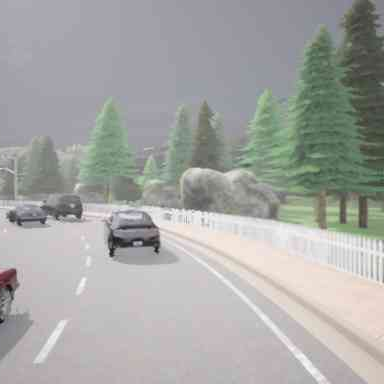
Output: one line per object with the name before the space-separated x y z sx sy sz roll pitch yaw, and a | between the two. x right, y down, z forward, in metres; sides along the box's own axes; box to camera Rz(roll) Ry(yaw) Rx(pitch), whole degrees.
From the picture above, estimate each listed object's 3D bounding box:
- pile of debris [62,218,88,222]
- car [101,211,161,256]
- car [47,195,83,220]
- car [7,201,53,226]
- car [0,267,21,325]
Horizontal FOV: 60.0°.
pile of debris | -9.451 2.242 26.772 1.500 0.140 1.860 0 0 -38
car | -2.537 1.508 13.399 2.128 1.511 4.902 0 0 -18
car | -11.448 1.303 28.985 2.150 2.045 5.566 0 0 -41
car | -12.279 1.636 24.642 2.033 1.411 5.357 0 0 -38
car | -3.952 1.630 4.113 1.895 1.301 4.718 0 0 -6
